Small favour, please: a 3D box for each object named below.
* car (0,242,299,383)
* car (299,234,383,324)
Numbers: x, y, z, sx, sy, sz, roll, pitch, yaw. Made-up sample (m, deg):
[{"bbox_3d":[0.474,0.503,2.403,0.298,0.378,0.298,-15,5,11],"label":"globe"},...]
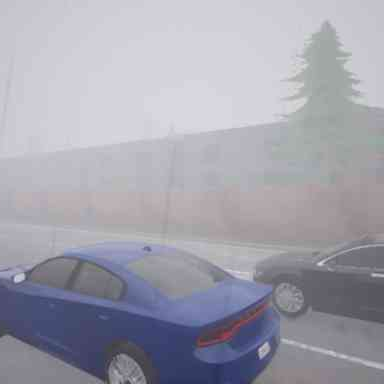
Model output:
[{"bbox_3d":[-1.267,1.487,4.897,5.008,1.535,1.882,0,0,35],"label":"car"},{"bbox_3d":[3.451,1.506,5.831,4.892,1.490,1.837,0,0,35],"label":"car"}]
